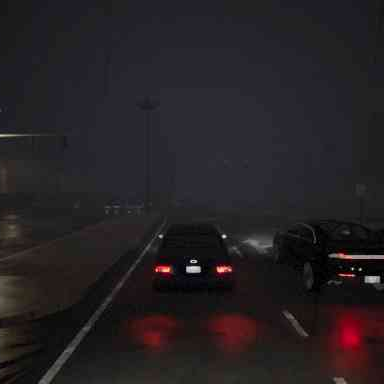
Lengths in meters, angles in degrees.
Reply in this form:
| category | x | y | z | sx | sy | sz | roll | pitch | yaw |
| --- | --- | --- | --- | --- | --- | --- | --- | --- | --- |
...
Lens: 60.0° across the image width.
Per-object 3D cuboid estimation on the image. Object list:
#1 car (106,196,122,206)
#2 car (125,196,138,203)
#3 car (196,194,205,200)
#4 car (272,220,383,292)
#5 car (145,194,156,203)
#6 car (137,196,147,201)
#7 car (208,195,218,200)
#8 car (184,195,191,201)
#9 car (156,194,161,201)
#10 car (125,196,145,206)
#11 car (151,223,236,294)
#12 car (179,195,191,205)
| category | x | y | z | sx | sy | sz | roll | pitch | yaw |
| --- | --- | --- | --- | --- | --- | --- | --- | --- | --- |
| car | -12.784 | 1.504 | 54.957 | 1.837 | 1.490 | 4.892 | 0 | 0 | 0 |
| car | -12.699 | 1.524 | 70.075 | 1.812 | 1.442 | 4.674 | 0 | 0 | 0 |
| car | 2.326 | 1.496 | 89.406 | 1.837 | 1.490 | 4.892 | 0 | 0 | 0 |
| car | 3.518 | 1.491 | 8.901 | 2.128 | 1.511 | 4.902 | 0 | 0 | 0 |
| car | -9.200 | 1.500 | 69.330 | 1.837 | 1.490 | 4.892 | 0 | 0 | 0 |
| car | -12.680 | 1.594 | 84.583 | 1.895 | 1.301 | 4.718 | 0 | 0 | 0 |
| car | 5.826 | 1.472 | 89.336 | 1.882 | 1.535 | 5.008 | 0 | 0 | 0 |
| car | -1.174 | 1.534 | 89.329 | 2.033 | 1.411 | 5.357 | 0 | 0 | 0 |
| car | -9.180 | 1.355 | 84.560 | 2.097 | 1.767 | 4.553 | 0 | 0 | 0 |
| car | -9.285 | 1.525 | 54.552 | 1.812 | 1.442 | 4.674 | 0 | 0 | 0 |
| car | 0.019 | 1.547 | 8.953 | 2.033 | 1.411 | 5.357 | 0 | 0 | 0 |
| car | -1.213 | 1.563 | 58.437 | 1.994 | 1.385 | 4.181 | 0 | 0 | 0 |
